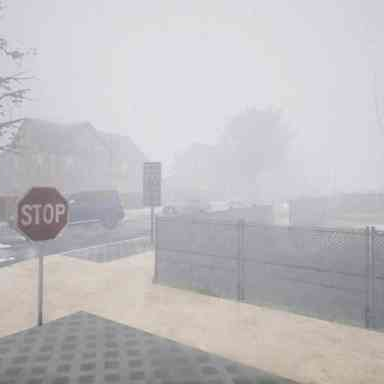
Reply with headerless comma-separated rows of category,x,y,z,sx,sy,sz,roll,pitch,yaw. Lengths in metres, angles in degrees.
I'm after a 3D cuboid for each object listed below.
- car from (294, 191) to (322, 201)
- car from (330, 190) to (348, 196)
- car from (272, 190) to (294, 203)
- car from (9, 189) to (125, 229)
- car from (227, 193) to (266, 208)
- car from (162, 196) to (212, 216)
car,13.846,0.555,38.934,1.812,1.442,4.674,1,2,35
car,22.952,0.265,51.765,1.895,1.301,4.718,1,2,36
car,11.398,0.514,40.509,1.812,1.442,4.674,1,2,36
car,-5.836,0.906,16.307,2.150,2.045,5.566,1,2,36
car,5.403,0.776,32.115,2.033,1.411,5.357,1,2,36
car,-0.303,1.024,24.097,1.994,1.385,4.181,1,2,35
